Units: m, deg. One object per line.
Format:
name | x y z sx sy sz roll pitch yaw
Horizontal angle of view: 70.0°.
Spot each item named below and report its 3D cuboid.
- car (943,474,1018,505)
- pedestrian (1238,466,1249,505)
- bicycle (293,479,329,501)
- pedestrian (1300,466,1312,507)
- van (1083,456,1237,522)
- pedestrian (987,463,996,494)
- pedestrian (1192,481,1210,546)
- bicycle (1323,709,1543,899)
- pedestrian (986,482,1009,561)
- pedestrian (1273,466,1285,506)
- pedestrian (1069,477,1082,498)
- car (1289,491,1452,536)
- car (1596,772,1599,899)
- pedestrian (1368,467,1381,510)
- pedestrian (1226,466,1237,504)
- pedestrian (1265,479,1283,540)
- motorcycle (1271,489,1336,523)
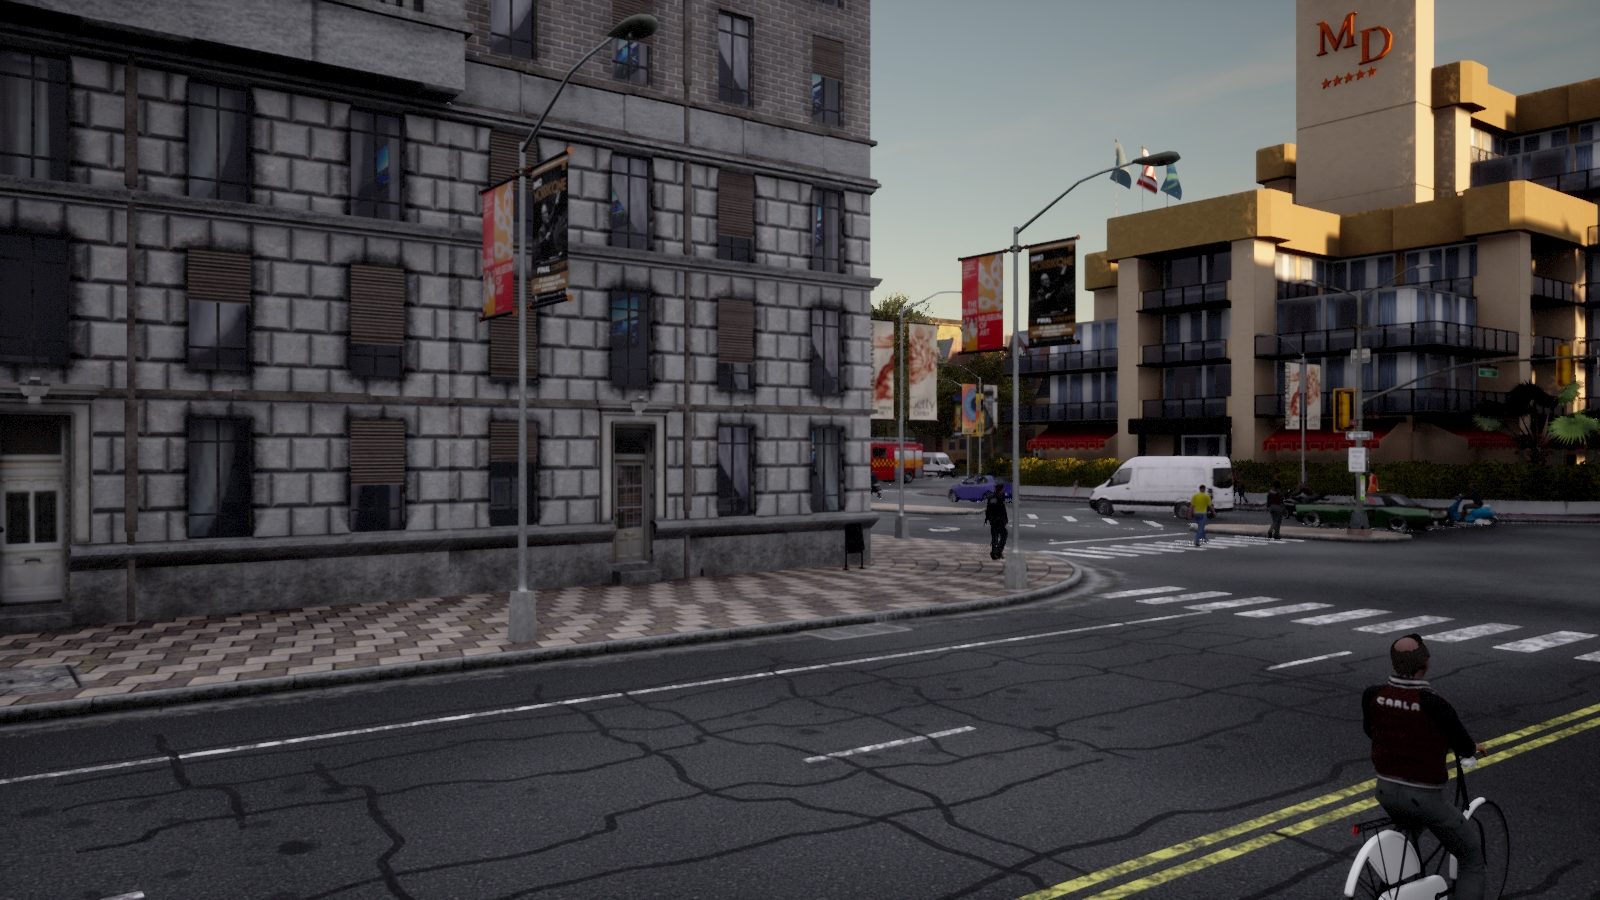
car | 9.383 2.035 59.585 1.845 1.501 3.633 0 0 -37
pedestrian | 21.308 1.695 54.864 0.375 1.860 0.375 0 0 -40
bicycle | -27.366 2.243 63.925 1.835 1.171 0.329 -1 -7 4
pedestrian | 23.470 1.695 52.959 0.375 1.860 0.375 0 0 -37
van | 14.872 1.534 47.481 1.988 2.561 5.915 0 0 -42
pedestrian | 11.487 1.697 68.430 0.375 1.860 0.375 0 0 -34
pedestrian | 11.657 1.849 33.205 0.375 1.860 0.375 0 0 -43
bicycle | 3.626 2.210 6.476 1.835 1.171 0.329 0 0 -35
pedestrian | 4.709 1.696 27.208 0.375 1.860 0.375 0 0 -39
pedestrian | 22.459 1.697 53.543 0.375 1.860 0.375 0 0 -39
pedestrian | 15.284 2.075 63.367 0.500 1.100 0.500 0 0 -36
car | 19.804 2.154 39.831 1.895 1.301 4.718 0 0 -41
car | 4.999 1.753 3.274 6.274 2.098 2.390 0 0 -34
pedestrian | 25.362 1.695 50.455 0.375 1.860 0.375 0 0 -37
pedestrian | 21.176 1.695 56.016 0.375 1.860 0.375 0 0 -39
pedestrian | 14.695 1.848 35.441 0.375 1.860 0.375 0 0 -31
motorcycle | 19.999 2.204 45.409 0.867 1.251 2.209 0 0 -39
